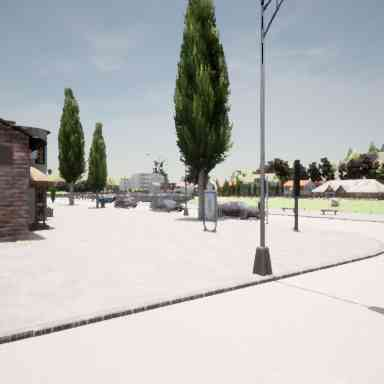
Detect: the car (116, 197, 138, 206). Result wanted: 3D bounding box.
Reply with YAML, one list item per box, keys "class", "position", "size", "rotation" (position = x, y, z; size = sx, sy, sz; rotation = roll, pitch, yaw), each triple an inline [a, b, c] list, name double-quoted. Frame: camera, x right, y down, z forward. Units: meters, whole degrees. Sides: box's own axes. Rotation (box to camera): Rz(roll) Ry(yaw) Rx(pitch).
- class: "car"
  position: [-10.896, 1.528, 55.819]
  size: [1.812, 1.442, 4.674]
  rotation: [0, 0, -36]

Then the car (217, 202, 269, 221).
- class: "car"
  position: [3.882, 1.550, 28.049]
  size: [2.033, 1.411, 5.357]
  rotation: [0, 0, -36]

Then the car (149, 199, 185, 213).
- class: "car"
  position: [-2.872, 1.550, 37.453]
  size: [2.033, 1.411, 5.357]
  rotation: [0, 0, -36]

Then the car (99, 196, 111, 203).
- class: "car"
  position: [-16.852, 1.480, 64.109]
  size: [1.882, 1.535, 5.008]
  rotation: [0, 0, -36]

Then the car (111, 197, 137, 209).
- class: "car"
  position: [-9.257, 1.566, 46.389]
  size: [1.994, 1.385, 4.181]
  rotation: [0, 0, -35]
